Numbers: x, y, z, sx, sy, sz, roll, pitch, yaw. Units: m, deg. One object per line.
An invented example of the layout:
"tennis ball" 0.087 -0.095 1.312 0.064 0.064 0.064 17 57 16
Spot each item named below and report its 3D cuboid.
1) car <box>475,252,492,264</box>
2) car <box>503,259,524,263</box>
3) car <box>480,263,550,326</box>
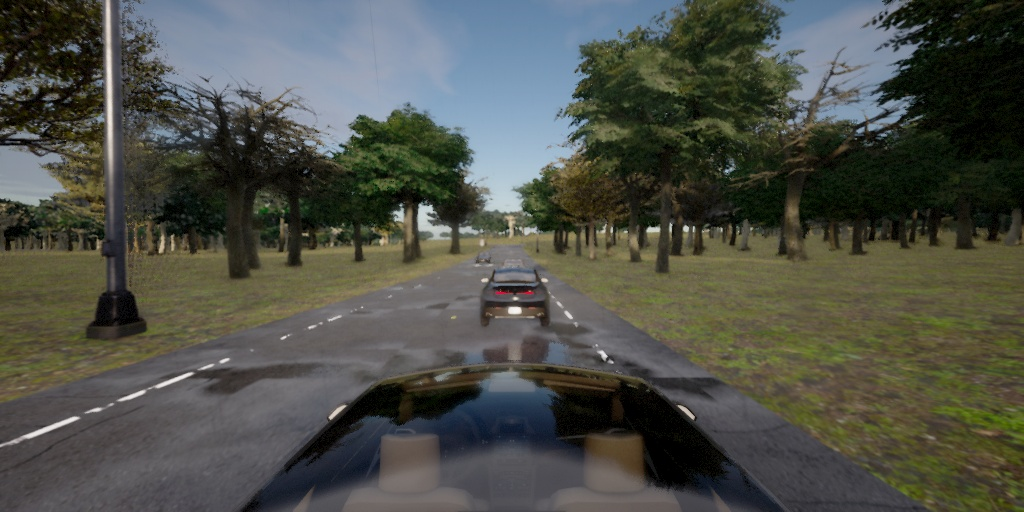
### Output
"car" -3.556 0.223 45.228 1.837 1.490 4.892 0 2 0
"car" 0.098 0.888 27.136 1.895 1.301 4.718 0 1 0
"car" 0.083 1.088 11.016 1.837 1.490 4.892 0 -1 0
